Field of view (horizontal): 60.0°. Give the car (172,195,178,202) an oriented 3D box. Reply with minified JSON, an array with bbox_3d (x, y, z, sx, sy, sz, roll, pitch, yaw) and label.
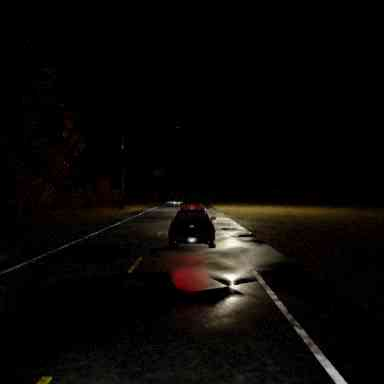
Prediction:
[{"bbox_3d":[-3.500,1.514,76.738,2.128,1.511,4.902,0,0,0],"label":"car"}]

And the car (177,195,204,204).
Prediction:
[{"bbox_3d":[0.000,1.363,29.620,2.097,1.767,4.553,0,0,0],"label":"car"}]

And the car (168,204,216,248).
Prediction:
[{"bbox_3d":[0.000,1.514,14.650,1.837,1.490,4.892,0,0,0],"label":"car"}]
